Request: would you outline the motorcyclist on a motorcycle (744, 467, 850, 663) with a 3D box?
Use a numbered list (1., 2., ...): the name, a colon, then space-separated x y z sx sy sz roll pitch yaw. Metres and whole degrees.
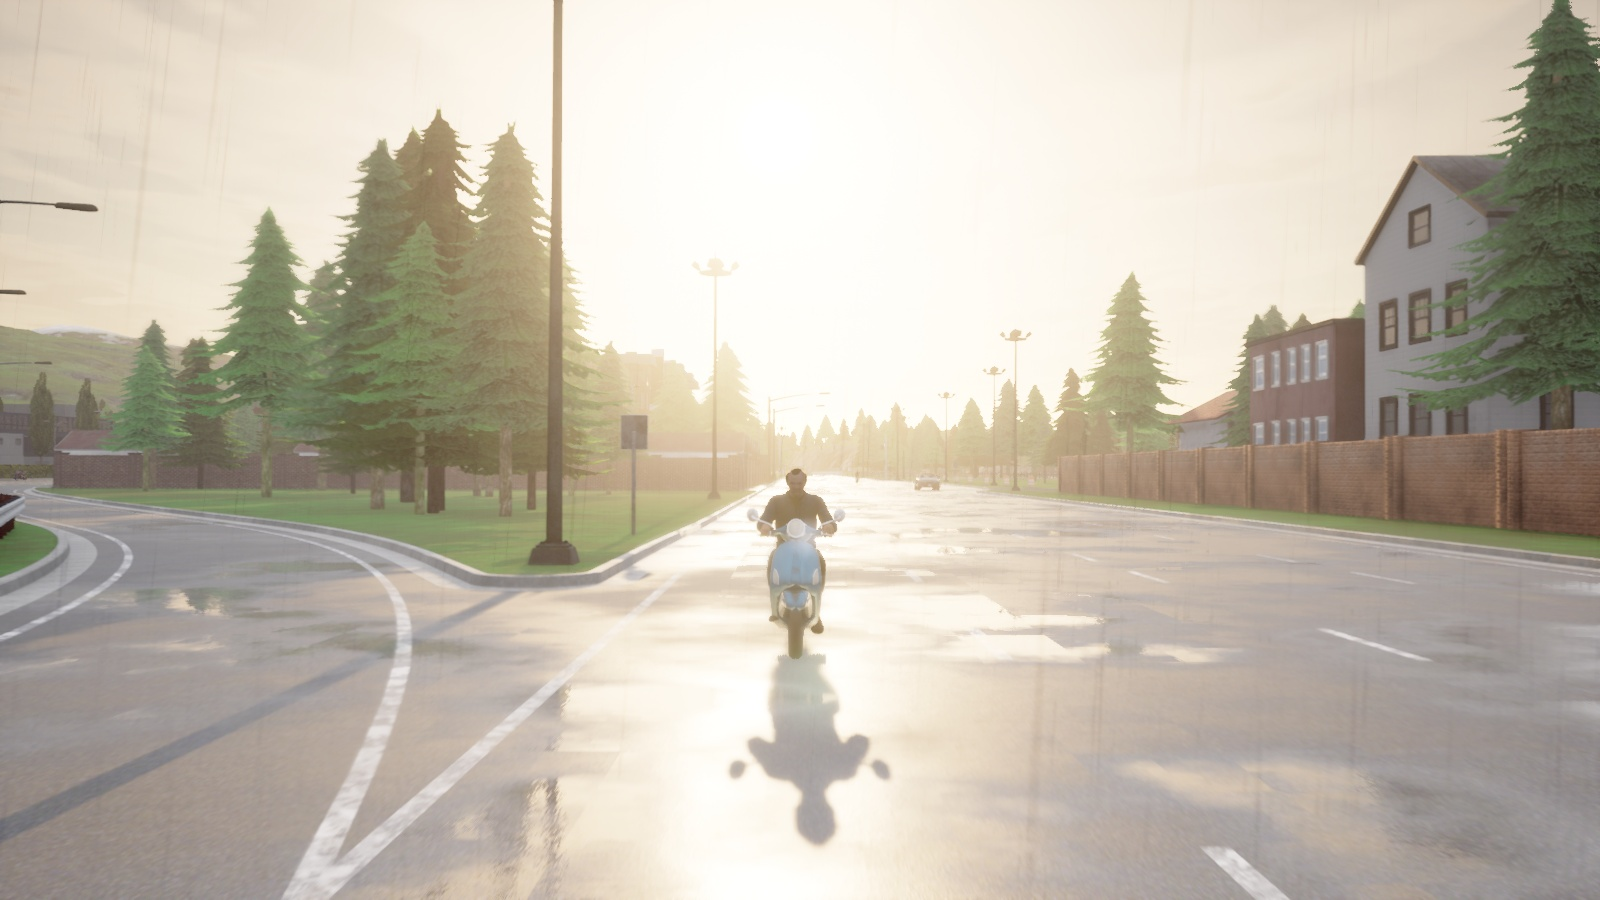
1. motorcyclist on a motorcycle: -0.028 0.951 11.162 0.866 1.590 1.817 0 -1 0
